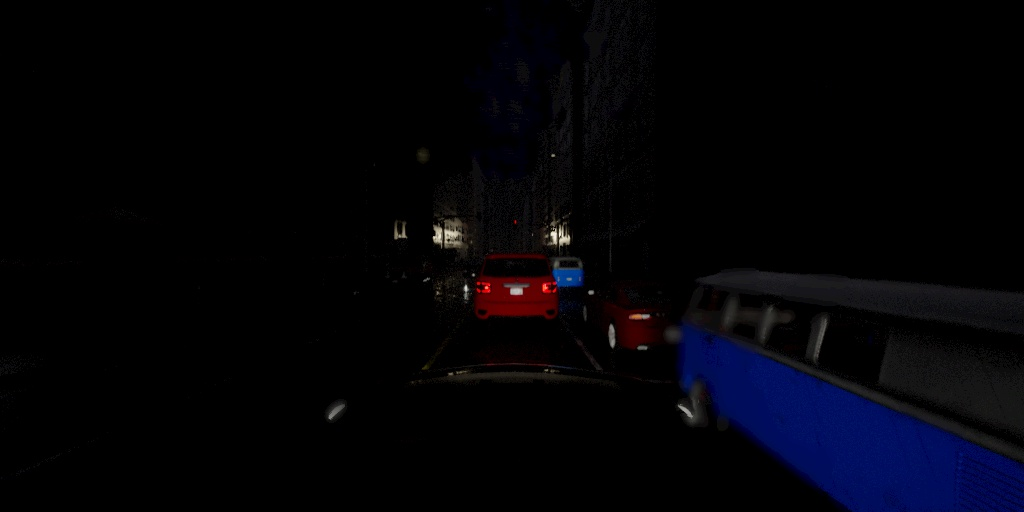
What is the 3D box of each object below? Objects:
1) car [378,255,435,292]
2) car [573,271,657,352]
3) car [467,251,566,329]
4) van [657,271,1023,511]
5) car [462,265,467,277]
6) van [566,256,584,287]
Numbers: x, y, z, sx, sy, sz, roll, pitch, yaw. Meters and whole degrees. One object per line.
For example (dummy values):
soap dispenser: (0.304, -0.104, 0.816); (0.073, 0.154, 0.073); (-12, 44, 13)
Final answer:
car: (-5.648, 0.882, 19.842); (2.192, 1.841, 5.009); (0, 0, 0)
car: (2.864, 1.227, 8.551); (1.888, 1.381, 4.507); (0, 0, 0)
car: (0.113, 0.880, 10.963); (2.150, 2.045, 5.566); (0, 1, 0)
van: (2.857, 1.079, 2.891); (1.690, 1.789, 3.998); (0, 0, 0)
car: (-2.968, 1.048, 30.330); (2.033, 1.411, 5.357); (0, 1, 0)
van: (2.877, 0.908, 19.872); (1.690, 1.789, 3.998); (0, 0, 0)
